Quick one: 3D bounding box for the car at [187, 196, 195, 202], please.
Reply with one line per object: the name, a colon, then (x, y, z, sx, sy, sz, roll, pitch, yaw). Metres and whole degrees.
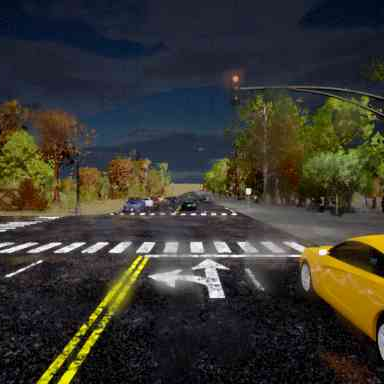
car: (-0.218, 1.604, 76.629, 1.895, 1.301, 4.718, 0, 0, 0)

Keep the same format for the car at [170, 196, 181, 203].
car: (-3.449, 1.544, 69.647, 2.033, 1.411, 5.357, 0, 0, 0)

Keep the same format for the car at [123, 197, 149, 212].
car: (-6.712, 1.353, 39.271, 2.097, 1.767, 4.553, 0, 0, 0)

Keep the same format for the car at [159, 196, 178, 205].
car: (-3.487, 1.507, 49.191, 1.837, 1.490, 4.892, 0, 0, 0)

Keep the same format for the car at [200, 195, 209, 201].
car: (3.016, 1.457, 81.711, 2.033, 1.411, 5.357, 0, 0, 0)

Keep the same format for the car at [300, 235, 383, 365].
car: (3.346, 1.444, 5.477, 1.882, 1.535, 5.008, 0, 1, 0)

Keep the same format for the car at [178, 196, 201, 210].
car: (-0.295, 1.566, 42.134, 1.994, 1.385, 4.181, 0, 0, 3)

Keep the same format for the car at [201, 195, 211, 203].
car: (3.068, 1.503, 71.556, 2.128, 1.511, 4.902, 0, 0, 0)

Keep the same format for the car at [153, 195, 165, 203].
car: (-6.706, 1.484, 68.156, 1.882, 1.535, 5.008, 0, 0, 0)

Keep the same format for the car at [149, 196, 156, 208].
car: (-6.746, 1.528, 48.256, 1.812, 1.442, 4.674, 0, 0, 0)

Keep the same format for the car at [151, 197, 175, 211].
car: (-3.465, 1.602, 40.116, 1.895, 1.301, 4.718, 0, 0, 0)
